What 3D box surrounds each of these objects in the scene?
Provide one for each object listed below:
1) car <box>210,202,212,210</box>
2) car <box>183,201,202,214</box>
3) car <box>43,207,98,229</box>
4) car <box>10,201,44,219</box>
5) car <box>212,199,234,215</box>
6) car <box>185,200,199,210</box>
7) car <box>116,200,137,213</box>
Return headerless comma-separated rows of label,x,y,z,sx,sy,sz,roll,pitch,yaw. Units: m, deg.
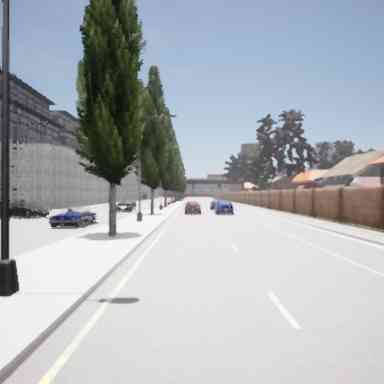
car,3.551,1.794,47.459,1.812,1.442,4.674,0,0,0
car,0.099,1.739,37.766,1.812,1.442,4.674,0,0,1
car,-8.068,1.731,22.898,1.895,1.301,4.718,0,0,0
car,-14.819,1.559,29.761,4.892,1.490,1.837,1,-2,29
car,3.588,1.689,37.431,1.882,1.535,5.008,0,0,0
car,0.051,1.869,47.507,1.895,1.301,4.718,0,0,0
car,-7.955,1.736,40.882,2.128,1.511,4.902,1,-1,0
